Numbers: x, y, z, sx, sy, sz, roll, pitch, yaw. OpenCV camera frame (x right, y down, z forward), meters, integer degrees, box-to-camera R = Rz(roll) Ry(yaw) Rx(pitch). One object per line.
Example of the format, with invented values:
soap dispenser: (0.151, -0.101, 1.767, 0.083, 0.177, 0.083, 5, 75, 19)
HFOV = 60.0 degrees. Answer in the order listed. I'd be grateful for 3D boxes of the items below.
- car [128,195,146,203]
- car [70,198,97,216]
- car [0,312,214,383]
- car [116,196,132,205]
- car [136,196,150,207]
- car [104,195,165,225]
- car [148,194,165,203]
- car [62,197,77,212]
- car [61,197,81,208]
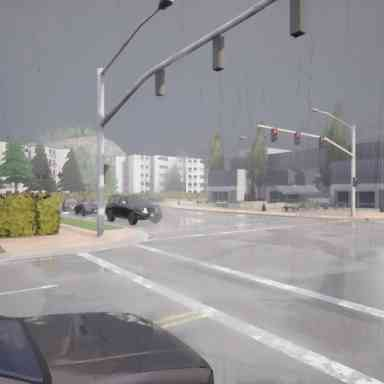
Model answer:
car: (-11.341, 1.477, 68.902, 1.882, 1.535, 5.008, 0, 0, 14)
car: (-9.967, 1.564, 32.116, 1.994, 1.385, 4.181, 0, 0, -34)
car: (-2.343, 1.547, 2.094, 5.357, 1.411, 2.033, 0, 0, -35)
car: (-12.025, 1.491, 58.870, 2.128, 1.511, 4.902, 0, 0, -4)
car: (-7.874, 1.505, 53.025, 1.837, 1.490, 4.892, -1, 0, -13)
car: (-4.427, 1.221, 24.513, 2.150, 2.045, 5.566, 0, 0, -40)
car: (-7.498, 1.354, 70.950, 2.097, 1.767, 4.553, 0, 0, 17)
car: (-14.441, 1.526, 39.688, 1.812, 1.442, 4.674, 0, 0, -24)
car: (-17.858, 1.492, 49.302, 2.128, 1.511, 4.902, 0, 0, -13)
